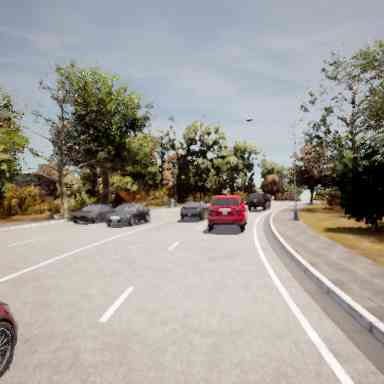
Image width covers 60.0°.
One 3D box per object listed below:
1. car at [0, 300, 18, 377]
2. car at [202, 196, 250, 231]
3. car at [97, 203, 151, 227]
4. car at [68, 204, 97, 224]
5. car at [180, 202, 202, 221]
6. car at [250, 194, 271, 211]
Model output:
[{"bbox_3d":[-3.240,1.521,2.447,1.812,1.442,4.674,0,0,1],"label":"car"},{"bbox_3d":[2.315,1.235,20.866,2.150,2.045,5.566,-1,0,11],"label":"car"},{"bbox_3d":[-4.423,1.573,23.613,2.128,1.511,4.902,-1,0,12],"label":"car"},{"bbox_3d":[-7.497,1.673,26.171,2.033,1.411,5.357,-1,0,13],"label":"car"},{"bbox_3d":[0.390,1.547,27.983,2.128,1.511,4.902,-1,0,14],"label":"car"},{"bbox_3d":[8.380,1.213,41.256,2.150,2.045,5.566,-1,0,22],"label":"car"}]
